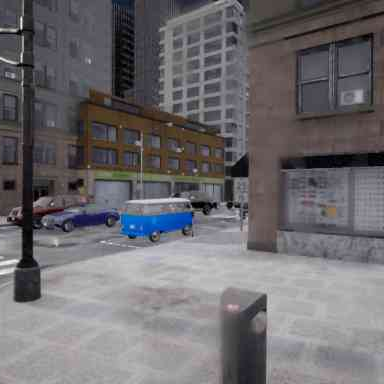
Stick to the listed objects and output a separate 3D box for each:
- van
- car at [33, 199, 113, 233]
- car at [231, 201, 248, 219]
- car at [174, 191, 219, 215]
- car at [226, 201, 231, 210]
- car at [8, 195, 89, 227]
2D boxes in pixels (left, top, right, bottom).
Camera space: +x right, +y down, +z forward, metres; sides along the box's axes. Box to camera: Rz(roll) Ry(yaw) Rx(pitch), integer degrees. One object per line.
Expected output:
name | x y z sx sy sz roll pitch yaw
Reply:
van | -1.439 1.208 15.451 1.690 1.788 3.998 1 1 35
car | -6.177 1.351 18.926 1.812 1.442 4.674 0 1 35
car | 5.036 1.280 24.614 2.008 1.369 4.403 1 1 35
car | -0.405 0.924 27.082 2.150 2.045 5.566 0 1 35
car | 5.458 1.178 35.369 1.895 1.301 4.718 1 1 36
car | -8.399 1.123 20.372 2.192 1.841 5.009 1 1 35
